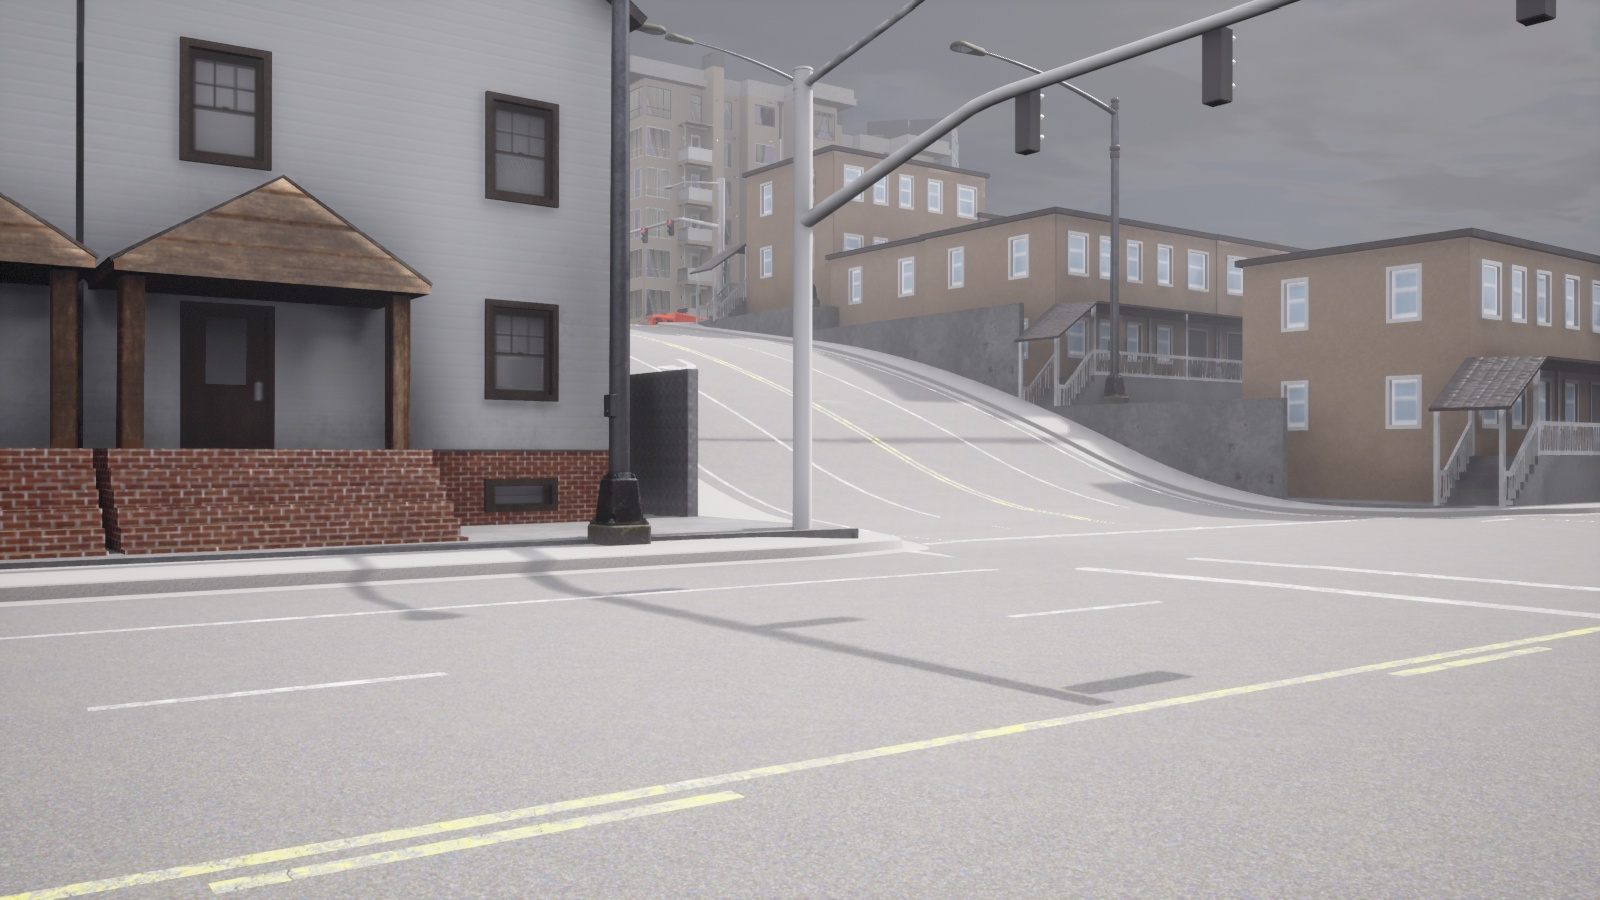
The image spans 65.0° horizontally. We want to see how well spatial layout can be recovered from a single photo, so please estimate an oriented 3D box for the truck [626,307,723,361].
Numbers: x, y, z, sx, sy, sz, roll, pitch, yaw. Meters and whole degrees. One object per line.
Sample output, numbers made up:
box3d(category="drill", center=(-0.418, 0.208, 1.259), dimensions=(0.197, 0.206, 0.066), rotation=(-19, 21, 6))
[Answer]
box3d(category="truck", center=(-7.844, -7.203, 78.619), dimensions=(5.204, 2.467, 2.627), rotation=(7, -4, -35))
